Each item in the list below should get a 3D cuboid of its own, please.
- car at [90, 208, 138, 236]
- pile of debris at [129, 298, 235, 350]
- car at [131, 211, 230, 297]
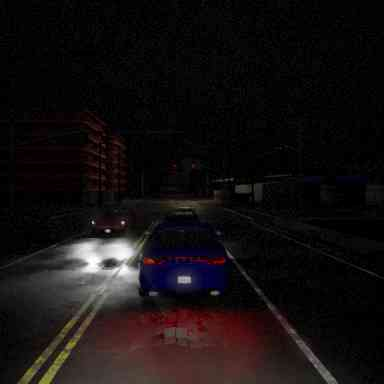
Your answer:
[{"bbox_3d":[-4.198,1.601,18.499,1.895,1.301,4.718,0,0,-2],"label":"car"},{"bbox_3d":[-0.175,2.175,5.675,1.500,0.140,1.860,0,0,-2],"label":"pile of debris"},{"bbox_3d":[-0.216,1.478,8.646,1.882,1.535,5.008,0,0,-2],"label":"car"}]
